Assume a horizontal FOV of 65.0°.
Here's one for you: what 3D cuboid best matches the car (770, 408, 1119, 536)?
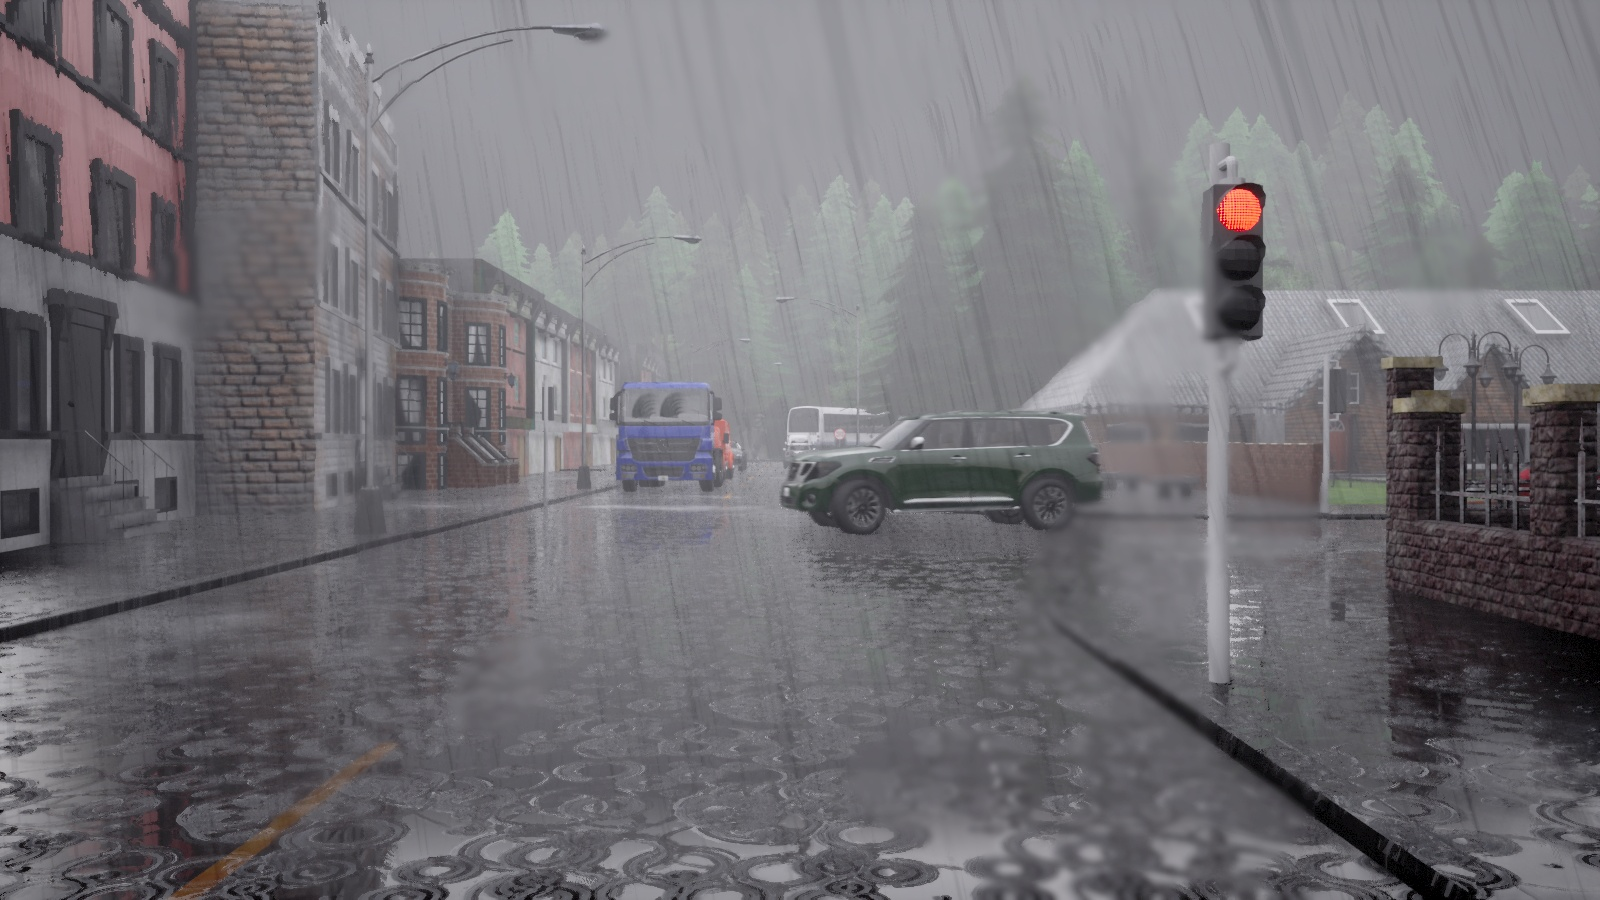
[{"bbox_3d":[2.423,0.345,21.620,5.566,2.045,2.150,0,0,-13],"label":"car"}]

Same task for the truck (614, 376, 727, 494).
[{"bbox_3d":[-4.047,-0.470,41.022,2.891,3.462,7.936,0,0,0],"label":"truck"}]

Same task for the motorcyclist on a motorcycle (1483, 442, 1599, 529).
[{"bbox_3d":[13.367,0.614,22.287,2.044,1.523,0.797,0,0,0],"label":"motorcyclist on a motorcycle"}]

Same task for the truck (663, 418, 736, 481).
[{"bbox_3d":[-4.061,-0.035,51.564,2.627,2.467,5.204,0,0,0],"label":"truck"}]

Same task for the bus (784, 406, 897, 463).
[{"bbox_3d":[3.319,-1.178,98.882,3.944,4.253,10.273,1,0,34],"label":"bus"}]

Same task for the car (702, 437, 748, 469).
[{"bbox_3d":[-4.042,0.135,68.438,2.152,1.651,5.027,0,0,0],"label":"car"}]

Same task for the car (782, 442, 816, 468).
[{"bbox_3d":[-0.036,0.287,75.219,1.970,1.475,3.806,0,0,0],"label":"car"}]

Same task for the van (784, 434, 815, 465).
[{"bbox_3d":[-0.027,-0.023,86.372,2.069,2.038,4.480,0,0,0],"label":"van"}]
